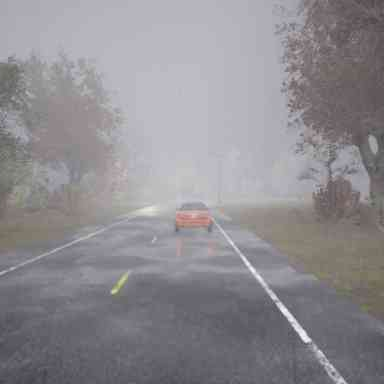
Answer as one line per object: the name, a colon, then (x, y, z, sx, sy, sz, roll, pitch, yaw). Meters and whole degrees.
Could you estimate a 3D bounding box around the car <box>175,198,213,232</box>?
car: (0.093, 1.347, 20.094, 2.097, 1.767, 4.553, 0, 0, 0)

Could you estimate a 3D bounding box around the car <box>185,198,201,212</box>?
car: (0.087, 1.499, 40.883, 1.882, 1.535, 5.008, 0, 0, 0)
